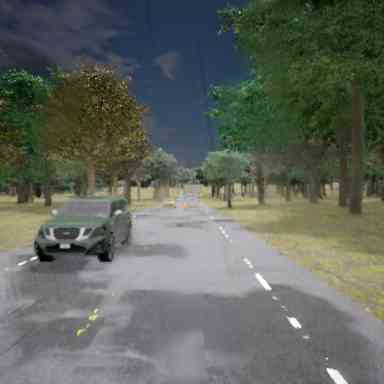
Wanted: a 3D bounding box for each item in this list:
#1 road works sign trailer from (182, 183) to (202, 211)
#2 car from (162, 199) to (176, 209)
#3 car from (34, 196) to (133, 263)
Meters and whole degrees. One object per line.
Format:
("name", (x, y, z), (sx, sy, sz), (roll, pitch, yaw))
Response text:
("road works sign trailer", (0.060, 0.642, 44.010), (2.380, 3.560, 2.880), (0, -1, -2))
("car", (-3.578, 1.782, 52.571), (1.882, 1.535, 5.008), (0, -1, 0))
("car", (-3.603, 1.178, 12.200), (2.150, 2.045, 5.566), (0, 0, 0))
